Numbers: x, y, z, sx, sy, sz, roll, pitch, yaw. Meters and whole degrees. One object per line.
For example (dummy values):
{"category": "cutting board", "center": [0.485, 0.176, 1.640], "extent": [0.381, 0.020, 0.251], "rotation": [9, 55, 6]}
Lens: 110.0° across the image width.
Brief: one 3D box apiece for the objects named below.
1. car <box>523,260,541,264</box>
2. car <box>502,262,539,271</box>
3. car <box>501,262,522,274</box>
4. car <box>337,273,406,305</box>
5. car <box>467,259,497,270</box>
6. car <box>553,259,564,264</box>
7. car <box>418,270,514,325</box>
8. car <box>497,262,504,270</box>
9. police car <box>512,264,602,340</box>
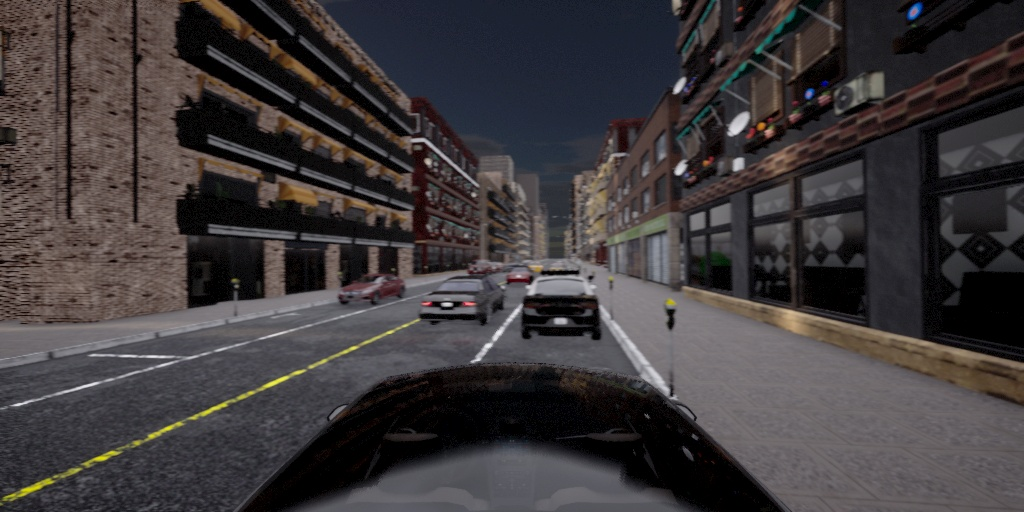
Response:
{"category": "car", "center": [2.871, 1.381, 43.823], "extent": [1.801, 1.575, 5.366], "rotation": [-1, 0, 8]}
{"category": "car", "center": [0.755, 1.438, 27.769], "extent": [1.994, 1.385, 4.181], "rotation": [-1, 0, 8]}
{"category": "car", "center": [0.008, 1.538, 45.368], "extent": [1.994, 1.385, 4.181], "rotation": [-1, 0, 8]}
{"category": "car", "center": [-6.539, 1.503, 17.237], "extent": [1.802, 1.307, 4.207], "rotation": [0, 0, 8]}
{"category": "car", "center": [-3.450, 1.306, 39.569], "extent": [2.192, 1.841, 5.009], "rotation": [0, 0, 8]}
{"category": "car", "center": [4.873, 1.396, 38.586], "extent": [1.751, 1.417, 4.829], "rotation": [0, 0, 8]}
{"category": "car", "center": [-1.402, 1.371, 12.187], "extent": [2.033, 1.411, 5.357], "rotation": [-1, 0, 8]}
{"category": "car", "center": [-2.678, 1.449, 45.152], "extent": [1.967, 1.591, 4.097], "rotation": [0, 0, 8]}
{"category": "police car", "center": [1.390, 1.200, 10.235], "extent": [1.930, 1.638, 5.238], "rotation": [-1, 0, 8]}
